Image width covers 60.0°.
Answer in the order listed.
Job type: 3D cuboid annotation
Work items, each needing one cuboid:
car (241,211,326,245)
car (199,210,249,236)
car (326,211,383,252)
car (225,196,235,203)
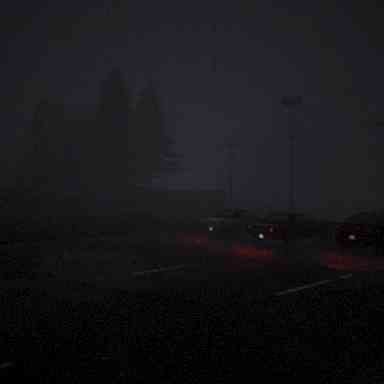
[{"bbox_3d":[4.842,1.645,15.824,4.718,1.301,1.895,0,0,-35],"label":"car"},{"bbox_3d":[2.809,1.645,18.674,4.718,1.301,1.895,0,0,-35],"label":"car"},{"bbox_3d":[7.943,1.526,13.731,5.008,1.535,1.882,0,0,-35],"label":"car"},{"bbox_3d":[6.593,1.504,67.382,2.097,1.767,4.553,0,0,-36],"label":"car"}]
